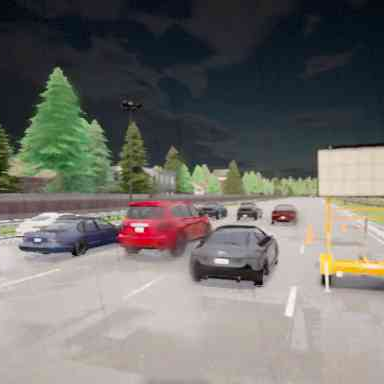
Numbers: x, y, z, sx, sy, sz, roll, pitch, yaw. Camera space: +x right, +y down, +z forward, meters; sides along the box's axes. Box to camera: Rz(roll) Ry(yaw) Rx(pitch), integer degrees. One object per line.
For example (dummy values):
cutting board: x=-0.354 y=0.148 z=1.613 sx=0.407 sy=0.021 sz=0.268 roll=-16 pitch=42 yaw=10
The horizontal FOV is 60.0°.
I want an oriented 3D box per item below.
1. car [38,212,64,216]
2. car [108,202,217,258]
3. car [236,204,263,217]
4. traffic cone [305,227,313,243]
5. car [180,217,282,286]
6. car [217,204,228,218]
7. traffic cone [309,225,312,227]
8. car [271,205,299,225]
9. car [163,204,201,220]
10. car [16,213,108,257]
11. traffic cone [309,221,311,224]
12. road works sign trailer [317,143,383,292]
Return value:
car: x=-6.985 y=1.799 z=17.619 sx=1.812 sy=1.442 sz=4.674 roll=-1 pitch=-1 yaw=20
car: x=-0.882 y=1.404 z=13.935 sx=2.150 sy=2.045 sz=5.566 roll=-1 pitch=-1 yaw=20
car: x=5.459 y=1.856 z=31.315 sx=1.837 sy=1.490 sz=4.892 roll=-1 pitch=-1 yaw=20
traffic cone: x=5.570 y=2.112 z=15.808 sx=0.340 sy=0.580 sz=0.340 roll=-1 pitch=-1 yaw=20
car: x=1.413 y=1.679 z=10.000 sx=1.994 sy=1.385 sz=4.181 roll=-1 pitch=-1 yaw=20
car: x=2.180 y=1.895 z=32.537 sx=1.837 sy=1.490 sz=4.892 roll=-1 pitch=-1 yaw=20
traffic cone: x=6.255 y=2.130 z=17.687 sx=0.340 sy=0.580 sz=0.340 roll=-1 pitch=-1 yaw=20
car: x=7.549 y=1.757 z=26.832 sx=1.882 sy=1.535 sz=5.008 roll=-1 pitch=-1 yaw=20
car: x=-0.937 y=1.982 z=34.205 sx=2.033 sy=1.411 sz=5.357 roll=-1 pitch=-1 yaw=20
car: x=-4.562 y=1.758 z=14.054 sx=2.033 sy=1.411 sz=5.357 roll=-1 pitch=-1 yaw=20
traffic cone: x=6.940 y=2.149 z=19.566 sx=0.340 sy=0.580 sz=0.340 roll=-1 pitch=-1 yaw=20
road works sign trailer: x=4.558 y=0.541 z=8.741 sx=2.380 sy=3.560 sz=2.880 roll=-1 pitch=-1 yaw=20
